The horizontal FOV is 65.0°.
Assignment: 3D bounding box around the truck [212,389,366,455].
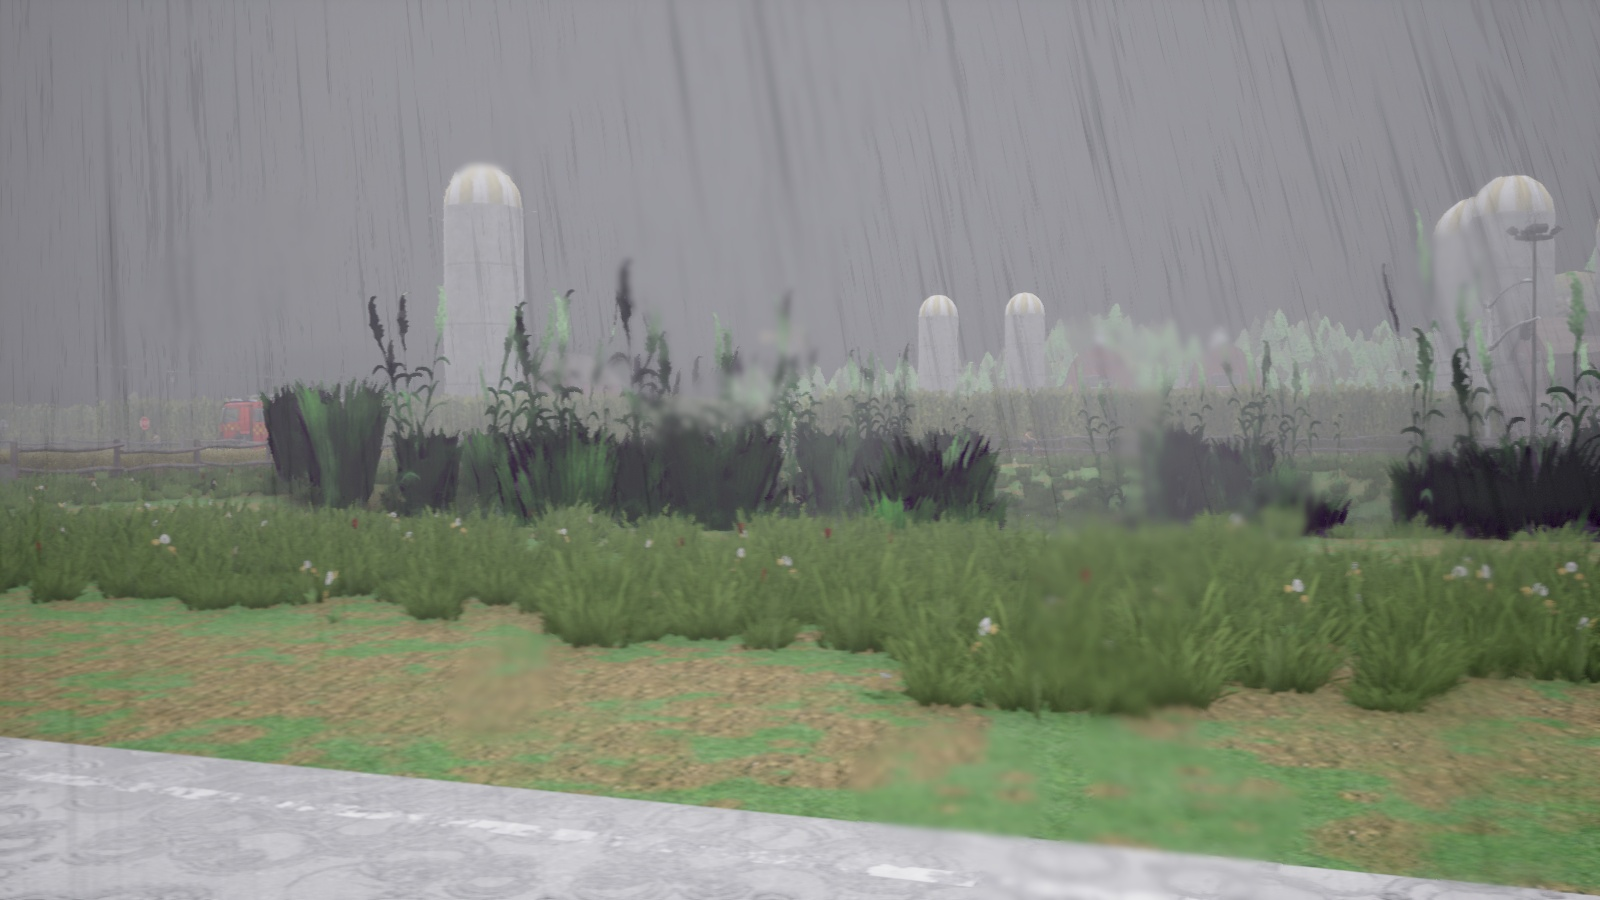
[{"bbox_3d":[-30.714,-1.661,75.555,8.468,3.827,2.891,0,1,13],"label":"truck"}]
